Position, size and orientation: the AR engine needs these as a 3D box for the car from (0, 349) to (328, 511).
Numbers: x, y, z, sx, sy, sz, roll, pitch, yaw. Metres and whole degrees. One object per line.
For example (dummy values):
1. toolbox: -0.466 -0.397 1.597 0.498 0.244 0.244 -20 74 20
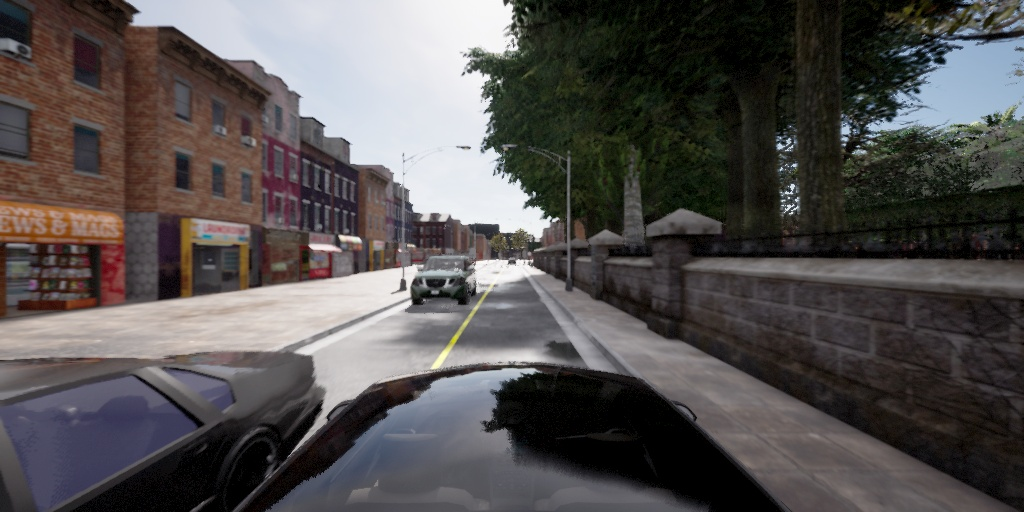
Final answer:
1. car: -2.839 1.298 1.365 2.033 1.411 5.357 0 0 0

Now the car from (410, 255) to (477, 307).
1. car: -2.823 0.970 15.992 2.150 2.045 5.566 0 0 0
